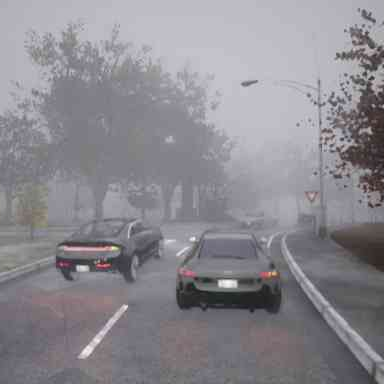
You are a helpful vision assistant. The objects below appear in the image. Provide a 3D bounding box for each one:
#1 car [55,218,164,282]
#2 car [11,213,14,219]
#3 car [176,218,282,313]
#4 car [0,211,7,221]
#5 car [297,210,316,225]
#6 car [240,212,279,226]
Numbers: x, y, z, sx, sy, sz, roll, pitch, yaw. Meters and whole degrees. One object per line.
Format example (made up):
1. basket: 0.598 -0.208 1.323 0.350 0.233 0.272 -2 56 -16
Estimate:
1. car: -2.137 1.508 9.875 2.128 1.511 4.902 -1 0 8
2. car: -29.717 3.640 50.697 2.128 1.511 4.902 -2 -4 27
3. car: 0.837 1.553 7.748 1.994 1.385 4.181 0 0 6
4. car: -28.075 3.383 45.563 2.033 1.411 5.357 -1 -4 13
5. car: 12.297 2.689 35.330 1.882 1.535 5.008 -1 -4 21
6. car: 6.276 2.528 30.642 1.895 1.301 4.718 -3 -4 37
